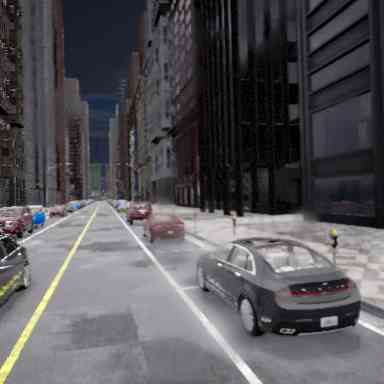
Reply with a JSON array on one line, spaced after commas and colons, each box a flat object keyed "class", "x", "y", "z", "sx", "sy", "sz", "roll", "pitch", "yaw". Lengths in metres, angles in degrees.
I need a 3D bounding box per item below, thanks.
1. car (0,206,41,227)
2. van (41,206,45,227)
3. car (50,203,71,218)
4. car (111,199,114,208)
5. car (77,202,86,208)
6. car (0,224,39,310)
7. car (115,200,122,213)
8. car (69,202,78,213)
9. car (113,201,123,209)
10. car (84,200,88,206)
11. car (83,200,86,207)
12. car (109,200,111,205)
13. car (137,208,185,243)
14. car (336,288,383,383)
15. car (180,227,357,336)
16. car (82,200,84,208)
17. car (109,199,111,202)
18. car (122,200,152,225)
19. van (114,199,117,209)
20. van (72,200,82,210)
[{"class": "car", "x": -11.269, "y": 1.855, "z": 20.812, "sx": 2.192, "sy": 1.841, "sz": 5.009, "roll": -2, "pitch": -1, "yaw": -15}, {"class": "van", "x": -12.719, "y": 1.981, "z": 26.258, "sx": 1.690, "sy": 1.788, "sz": 3.998, "roll": -2, "pitch": -1, "yaw": -15}, {"class": "car", "x": -17.065, "y": 2.488, "z": 42.594, "sx": 1.887, "sy": 1.381, "sz": 4.507, "roll": -2, "pitch": -1, "yaw": -15}, {"class": "car", "x": -14.639, "y": 2.586, "z": 66.587, "sx": 1.967, "sy": 1.590, "sz": 4.097, "roll": -2, "pitch": -1, "yaw": -15}, {"class": "car", "x": -28.669, "y": 3.315, "z": 86.161, "sx": 1.887, "sy": 1.381, "sz": 4.507, "roll": -2, "pitch": -1, "yaw": -15}, {"class": "car", "x": -4.661, "y": 1.708, "z": 6.759, "sx": 1.837, "sy": 1.490, "sz": 4.892, "roll": -1, "pitch": 0, "yaw": -15}, {"class": "car", "x": -10.329, "y": 2.365, "z": 50.414, "sx": 1.752, "sy": 1.417, "sz": 4.829, "roll": -2, "pitch": -1, "yaw": -15}, {"class": "car", "x": -19.966, "y": 2.715, "z": 53.485, "sx": 1.947, "sy": 1.339, "sz": 4.313, "roll": -2, "pitch": -1, "yaw": -15}, {"class": "car", "x": -16.131, "y": 2.778, "z": 72.196, "sx": 1.752, "sy": 1.417, "sz": 4.829, "roll": -2, "pitch": -1, "yaw": -15}, {"class": "car", "x": -27.226, "y": 2.982, "z": 80.717, "sx": 2.192, "sy": 1.841, "sz": 5.009, "roll": -2, "pitch": -1, "yaw": -15}, {"class": "car", "x": -25.768, "y": 3.129, "z": 75.269, "sx": 1.947, "sy": 1.339, "sz": 4.313, "roll": -2, "pitch": -1, "yaw": -15}, {"class": "car", "x": -17.537, "y": 2.904, "z": 77.477, "sx": 2.008, "sy": 1.369, "sz": 4.403, "roll": -2, "pitch": -1, "yaw": -15}, {"class": "car", "x": -1.581, "y": 1.775, "z": 17.577, "sx": 1.887, "sy": 1.381, "sz": 4.507, "roll": -2, "pitch": -1, "yaw": -15}, {"class": "car", "x": 2.771, "y": 1.518, "z": 1.240, "sx": 1.802, "sy": 1.307, "sz": 4.206, "roll": -2, "pitch": -1, "yaw": -15}, {"class": "car", "x": 1.320, "y": 1.584, "z": 6.686, "sx": 2.008, "sy": 1.369, "sz": 4.403, "roll": -2, "pitch": -1, "yaw": -15}, {"class": "car", "x": -24.317, "y": 3.025, "z": 69.823, "sx": 1.947, "sy": 1.339, "sz": 4.313, "roll": -2, "pitch": -1, "yaw": -15}, {"class": "car", "x": -20.441, "y": 3.000, "z": 88.368, "sx": 1.967, "sy": 1.590, "sz": 4.097, "roll": -2, "pitch": -1, "yaw": -15}, {"class": "car", "x": -4.490, "y": 1.745, "z": 28.469, "sx": 2.192, "sy": 1.841, "sz": 5.009, "roll": -2, "pitch": -1, "yaw": -15}, {"class": "van", "x": -11.742, "y": 2.280, "z": 55.697, "sx": 1.690, "sy": 1.788, "sz": 3.998, "roll": -2, "pitch": -1, "yaw": -15}, {"class": "van", "x": -22.874, "y": 2.697, "z": 64.379, "sx": 1.690, "sy": 1.788, "sz": 3.998, "roll": -2, "pitch": -1, "yaw": -15}]
